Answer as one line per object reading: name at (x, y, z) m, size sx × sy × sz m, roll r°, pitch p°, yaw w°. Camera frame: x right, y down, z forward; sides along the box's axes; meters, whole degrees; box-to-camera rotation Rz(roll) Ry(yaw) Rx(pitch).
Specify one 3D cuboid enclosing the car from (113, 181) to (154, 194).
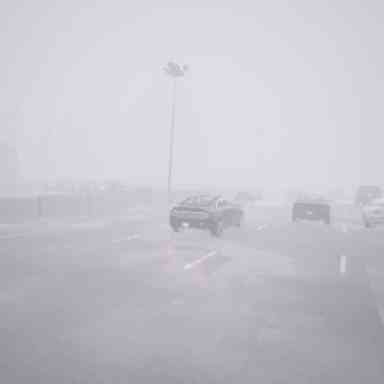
car at (-5.547, -0.151, 33.884) m, size 1.812 × 1.442 × 4.674 m, roll 3°, pitch 3°, yaw 25°

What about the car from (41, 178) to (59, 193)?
car at (-15.003, -0.821, 38.391) m, size 2.097 × 1.767 × 4.553 m, roll 3°, pitch 3°, yaw 25°

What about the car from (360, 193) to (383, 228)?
car at (10.048, 1.060, 17.406) m, size 1.812 × 1.442 × 4.674 m, roll 3°, pitch 3°, yaw 25°

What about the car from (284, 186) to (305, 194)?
car at (12.785, 0.212, 39.641) m, size 2.033 × 1.411 × 5.357 m, roll 3°, pitch 3°, yaw 25°

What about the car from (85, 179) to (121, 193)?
car at (-8.712, -0.489, 35.346) m, size 2.097 × 1.767 × 4.553 m, roll 3°, pitch 3°, yaw 25°

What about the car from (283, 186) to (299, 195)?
car at (16.904, -0.269, 56.728) m, size 1.994 × 1.385 × 4.181 m, roll 3°, pitch 2°, yaw 25°

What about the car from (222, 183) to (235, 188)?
car at (8.822, -1.203, 72.702) m, size 1.994 × 1.385 × 4.181 m, roll 3°, pitch 2°, yaw 25°

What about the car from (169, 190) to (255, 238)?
car at (0.822, 0.882, 14.037) m, size 2.128 × 1.511 × 4.902 m, roll 3°, pitch 3°, yaw 25°

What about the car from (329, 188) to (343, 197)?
car at (22.447, 0.089, 52.071) m, size 1.994 × 1.385 × 4.181 m, roll 3°, pitch 2°, yaw 25°

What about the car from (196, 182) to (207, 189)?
car at (2.486, -1.606, 75.653) m, size 1.882 × 1.535 × 5.008 m, roll 3°, pitch 2°, yaw 25°

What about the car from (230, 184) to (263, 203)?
car at (5.603, 0.260, 32.527) m, size 1.812 × 1.442 × 4.674 m, roll 3°, pitch 3°, yaw 25°

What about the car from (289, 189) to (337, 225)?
car at (6.986, 0.847, 18.968) m, size 1.882 × 1.535 × 5.008 m, roll 3°, pitch 3°, yaw 25°

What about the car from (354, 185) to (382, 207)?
car at (16.773, 0.349, 31.712) m, size 2.150 × 2.045 × 5.566 m, roll 3°, pitch 3°, yaw 25°

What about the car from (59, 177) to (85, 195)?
car at (-11.868, -0.654, 36.847) m, size 2.097 × 1.767 × 4.553 m, roll 3°, pitch 3°, yaw 25°

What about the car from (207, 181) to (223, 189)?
car at (5.673, -1.565, 74.200) m, size 2.097 × 1.767 × 4.553 m, roll 3°, pitch 2°, yaw 25°

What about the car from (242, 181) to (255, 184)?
car at (11.990, -1.365, 71.189) m, size 2.150 × 2.045 × 5.566 m, roll 3°, pitch 2°, yaw 25°
